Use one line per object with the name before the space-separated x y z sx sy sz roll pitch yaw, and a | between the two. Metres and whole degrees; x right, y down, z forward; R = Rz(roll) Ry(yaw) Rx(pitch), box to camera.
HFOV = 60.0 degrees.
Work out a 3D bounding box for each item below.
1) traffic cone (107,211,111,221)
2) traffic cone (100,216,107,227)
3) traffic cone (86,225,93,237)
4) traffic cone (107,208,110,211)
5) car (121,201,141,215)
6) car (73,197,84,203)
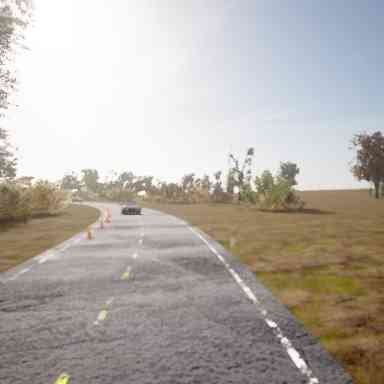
traffic cone | -6.860 2.063 26.921 0.340 0.580 0.340 0 0 -11
traffic cone | -6.006 2.044 22.085 0.340 0.580 0.340 0 0 -9
traffic cone | -5.315 2.026 17.225 0.340 0.580 0.340 0 0 -7
traffic cone | -7.874 2.083 31.725 0.340 0.580 0.340 0 0 -13
car | -6.667 1.708 36.184 1.994 1.385 4.181 0 0 -15
car | -28.923 1.940 84.522 1.812 1.442 4.674 0 -1 -36
